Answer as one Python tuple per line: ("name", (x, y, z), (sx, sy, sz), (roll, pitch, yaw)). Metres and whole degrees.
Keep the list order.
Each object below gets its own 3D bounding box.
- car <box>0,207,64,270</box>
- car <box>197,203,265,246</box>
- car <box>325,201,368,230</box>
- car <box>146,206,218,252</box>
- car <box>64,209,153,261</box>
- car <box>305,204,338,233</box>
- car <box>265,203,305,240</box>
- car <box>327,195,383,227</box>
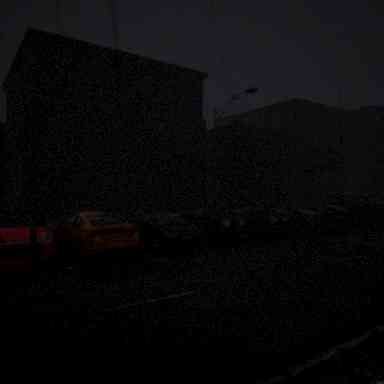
("car", (-5.974, 1.328, 10.796), (2.185, 1.767, 4.553), (0, 0, -35))
("car", (0.851, 1.340, 15.582), (2.185, 1.767, 4.553), (0, 0, -35))
("car", (7.628, 1.490, 20.441), (2.231, 1.521, 4.892), (0, 0, -35))
("car", (-1.433, 1.462, 14.001), (2.231, 1.521, 4.892), (0, 0, -35))
("car", (-3.688, 1.457, 12.381), (2.097, 1.535, 5.008), (0, 0, -36))
("car", (5.363, 1.520, 18.831), (2.002, 1.452, 4.674), (0, 0, -35))
("car", (3.116, 1.347, 17.196), (2.185, 1.767, 4.553), (0, 0, -35))
("car", (12.169, 1.258, 23.648), (2.435, 2.045, 5.566), (0, 0, -35))
